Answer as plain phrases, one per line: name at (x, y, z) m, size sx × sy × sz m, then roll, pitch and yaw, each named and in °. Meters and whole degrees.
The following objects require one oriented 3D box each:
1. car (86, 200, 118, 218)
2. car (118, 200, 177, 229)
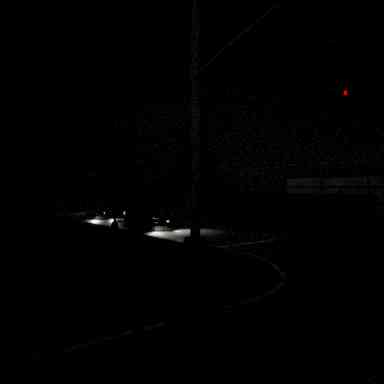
car at (-8.386, 1.505, 30.084) m, size 1.837 × 1.490 × 4.892 m, roll 0°, pitch 0°, yaw -26°
car at (-2.860, 1.505, 21.838) m, size 1.837 × 1.490 × 4.892 m, roll 0°, pitch 0°, yaw -36°
